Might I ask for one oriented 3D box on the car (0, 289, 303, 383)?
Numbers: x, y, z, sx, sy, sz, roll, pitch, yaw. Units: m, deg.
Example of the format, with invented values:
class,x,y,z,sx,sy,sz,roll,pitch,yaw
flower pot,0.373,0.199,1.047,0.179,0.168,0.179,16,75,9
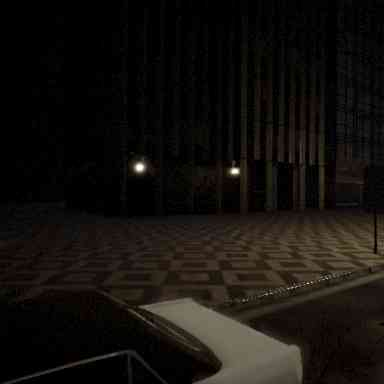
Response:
class,x,y,z,sx,sy,sz,roll,pitch,yaw
car,-1.398,1.601,2.380,4.718,1.301,1.895,0,0,-36
